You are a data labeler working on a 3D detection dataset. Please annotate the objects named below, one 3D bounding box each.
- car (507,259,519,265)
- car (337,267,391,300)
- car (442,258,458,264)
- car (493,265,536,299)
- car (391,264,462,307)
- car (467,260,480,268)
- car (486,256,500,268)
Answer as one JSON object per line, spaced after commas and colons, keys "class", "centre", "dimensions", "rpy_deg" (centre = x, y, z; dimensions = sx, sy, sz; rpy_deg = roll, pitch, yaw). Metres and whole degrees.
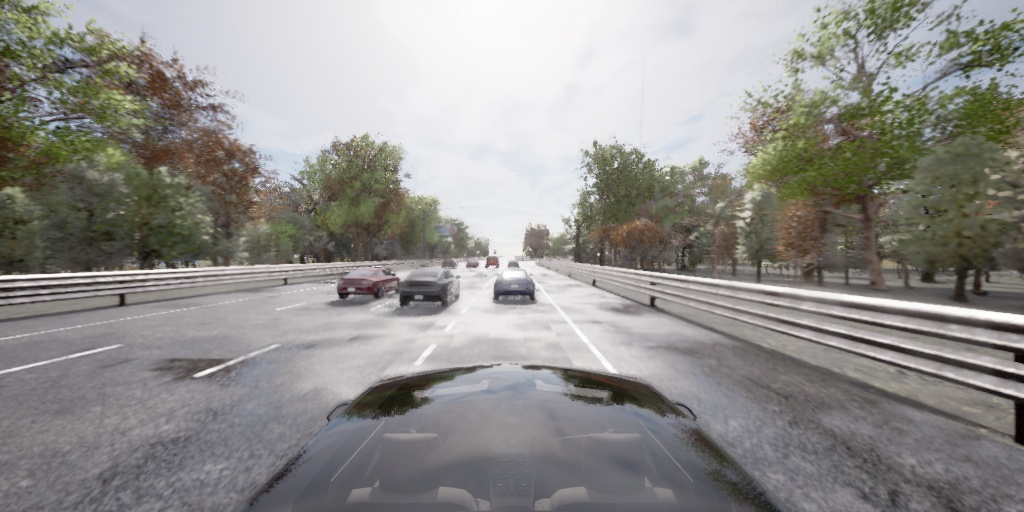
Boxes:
{"class": "car", "centre": [0.227, 1.284, 61.405], "dimensions": [1.812, 1.442, 4.674], "rpy_deg": [0, 0, 0]}
{"class": "car", "centre": [-6.881, 1.273, 17.670], "dimensions": [1.812, 1.442, 4.674], "rpy_deg": [0, 0, 0]}
{"class": "car", "centre": [-10.278, 1.105, 59.785], "dimensions": [2.097, 1.767, 4.553], "rpy_deg": [0, 0, 0]}
{"class": "car", "centre": [0.119, 1.314, 17.930], "dimensions": [1.994, 1.385, 4.181], "rpy_deg": [0, 0, 0]}
{"class": "car", "centre": [-3.387, 1.254, 15.475], "dimensions": [1.837, 1.490, 4.892], "rpy_deg": [0, 0, 0]}
{"class": "car", "centre": [-6.771, 1.320, 62.854], "dimensions": [1.994, 1.385, 4.181], "rpy_deg": [0, 0, 0]}
{"class": "car", "centre": [-3.275, 0.980, 61.396], "dimensions": [2.150, 2.045, 5.566], "rpy_deg": [0, 0, 0]}
